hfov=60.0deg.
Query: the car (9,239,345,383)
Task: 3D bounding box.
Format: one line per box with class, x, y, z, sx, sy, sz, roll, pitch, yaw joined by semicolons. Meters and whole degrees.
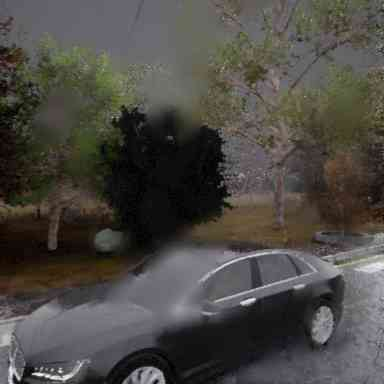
car;0.210;1.504;4.673;4.892;1.490;1.837;0;0;-35
